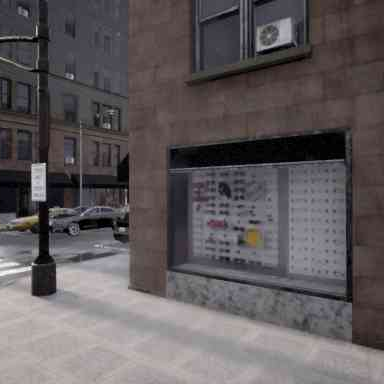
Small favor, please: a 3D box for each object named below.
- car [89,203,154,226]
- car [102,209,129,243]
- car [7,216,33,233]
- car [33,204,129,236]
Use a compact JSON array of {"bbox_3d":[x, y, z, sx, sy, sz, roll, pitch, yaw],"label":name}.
[{"bbox_3d":[-5.008,1.585,24.256,2.008,1.369,4.403,0,0,35],"label":"car"},{"bbox_3d":[-1.622,1.561,15.182,1.947,1.339,4.313,0,0,35],"label":"car"},{"bbox_3d":[-8.250,1.555,19.711,1.752,1.417,4.829,0,0,35],"label":"car"},{"bbox_3d":[-5.868,1.511,18.694,2.128,1.511,4.902,0,0,36],"label":"car"}]
